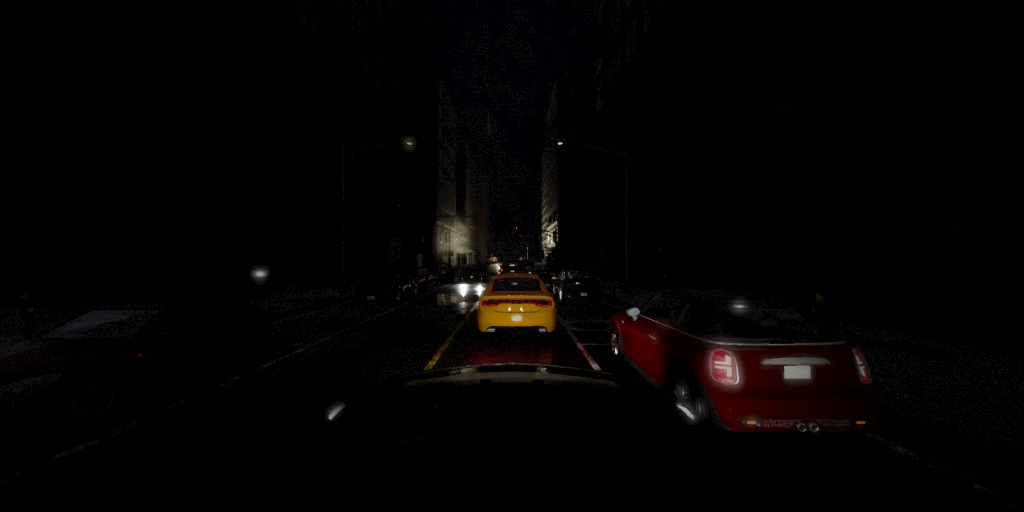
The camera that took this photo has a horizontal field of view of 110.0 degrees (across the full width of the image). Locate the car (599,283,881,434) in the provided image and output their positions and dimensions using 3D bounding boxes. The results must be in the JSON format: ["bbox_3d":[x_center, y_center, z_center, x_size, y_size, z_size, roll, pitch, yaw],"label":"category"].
[{"bbox_3d":[2.864,1.190,5.526,1.967,1.591,4.097,0,0,0],"label":"car"}]

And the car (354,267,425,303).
[{"bbox_3d":[-5.640,1.317,16.546,1.948,1.339,4.313,0,0,0],"label":"car"}]

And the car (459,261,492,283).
[{"bbox_3d":[-2.950,1.364,28.317,1.994,1.385,4.181,0,0,0],"label":"car"}]

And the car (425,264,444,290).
[{"bbox_3d":[-5.630,1.334,22.047,1.802,1.307,4.207,0,0,0],"label":"car"}]

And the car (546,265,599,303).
[{"bbox_3d":[2.885,1.301,16.529,2.007,1.370,4.403,0,0,0],"label":"car"}]

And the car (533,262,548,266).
[{"bbox_3d":[2.906,1.319,27.532,1.948,1.339,4.313,0,0,0],"label":"car"}]

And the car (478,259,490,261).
[{"bbox_3d":[-5.513,1.375,64.650,1.802,1.307,4.207,0,0,0],"label":"car"}]

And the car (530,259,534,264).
[{"bbox_3d":[3.012,1.233,64.621,1.967,1.591,4.097,0,0,0],"label":"car"}]

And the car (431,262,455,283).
[{"bbox_3d":[-5.619,1.193,27.548,1.967,1.591,4.097,0,0,0],"label":"car"}]

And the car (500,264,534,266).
[{"bbox_3d":[0.135,1.315,19.403,1.994,1.385,4.181,0,0,0],"label":"car"}]

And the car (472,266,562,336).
[{"bbox_3d":[0.114,1.228,10.414,1.882,1.535,5.008,0,0,0],"label":"car"}]

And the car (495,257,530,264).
[{"bbox_3d":[0.080,1.105,28.135,2.097,1.767,4.553,0,0,1],"label":"car"}]

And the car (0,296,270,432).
[{"bbox_3d":[-5.661,1.332,5.543,1.802,1.307,4.207,0,0,0],"label":"car"}]
